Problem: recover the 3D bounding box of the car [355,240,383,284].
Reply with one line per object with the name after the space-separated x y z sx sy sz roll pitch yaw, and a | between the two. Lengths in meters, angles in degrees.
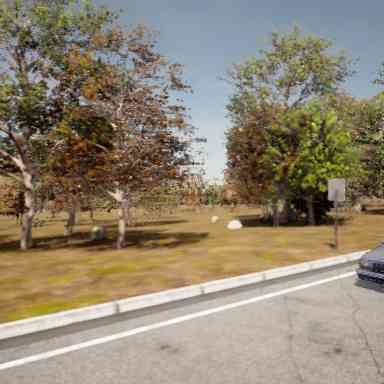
6.433 1.545 8.571 5.357 1.411 2.033 0 0 -35 | car
